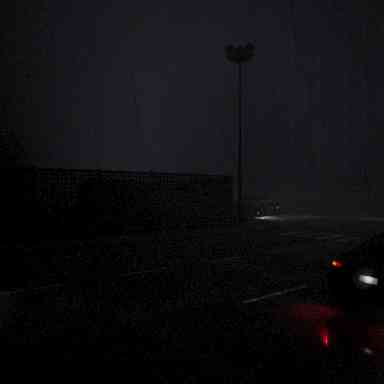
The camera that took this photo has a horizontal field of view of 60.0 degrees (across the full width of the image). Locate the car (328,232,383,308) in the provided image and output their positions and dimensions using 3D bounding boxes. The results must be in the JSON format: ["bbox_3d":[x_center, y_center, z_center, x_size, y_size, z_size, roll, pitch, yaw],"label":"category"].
[{"bbox_3d":[4.836,1.564,7.187,4.181,1.385,1.994,0,0,-35],"label":"car"}]

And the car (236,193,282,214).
[{"bbox_3d":[6.634,1.166,34.267,2.150,2.045,5.566,0,0,-35],"label":"car"}]

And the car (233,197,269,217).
[{"bbox_3d":[4.303,1.492,31.509,2.033,1.411,5.357,0,0,-35],"label":"car"}]
